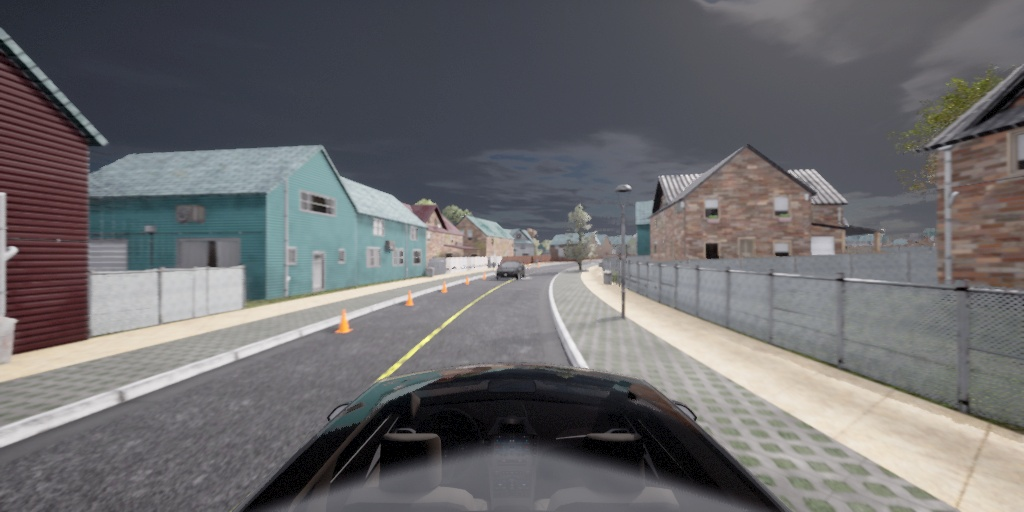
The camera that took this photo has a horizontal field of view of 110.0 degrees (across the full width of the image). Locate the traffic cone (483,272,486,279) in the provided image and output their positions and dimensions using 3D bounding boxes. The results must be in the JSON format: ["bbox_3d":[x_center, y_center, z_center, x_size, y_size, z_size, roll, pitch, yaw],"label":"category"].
[{"bbox_3d":[-2.293,1.621,29.738,0.340,0.580,0.340,0,0,10],"label":"traffic cone"}]

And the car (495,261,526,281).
[{"bbox_3d":[-0.037,1.137,29.656,1.882,1.535,5.008,0,0,10],"label":"car"}]

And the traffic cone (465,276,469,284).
[{"bbox_3d":[-3.081,1.648,24.719,0.340,0.580,0.340,0,0,8],"label":"traffic cone"}]

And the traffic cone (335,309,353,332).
[{"bbox_3d":[-4.474,1.707,9.552,0.340,0.580,0.340,0,0,2],"label":"traffic cone"}]

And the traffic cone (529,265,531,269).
[{"bbox_3d":[2.455,1.485,49.479,0.340,0.580,0.340,0,0,17],"label":"traffic cone"}]

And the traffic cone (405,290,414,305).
[{"bbox_3d":[-4.172,1.695,14.621,0.340,0.580,0.340,0,0,4],"label":"traffic cone"}]

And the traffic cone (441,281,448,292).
[{"bbox_3d":[-3.707,1.675,19.679,0.340,0.580,0.340,0,0,6],"label":"traffic cone"}]

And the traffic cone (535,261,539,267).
[{"bbox_3d":[4.034,1.441,54.306,0.340,0.580,0.340,0,0,19],"label":"traffic cone"}]
